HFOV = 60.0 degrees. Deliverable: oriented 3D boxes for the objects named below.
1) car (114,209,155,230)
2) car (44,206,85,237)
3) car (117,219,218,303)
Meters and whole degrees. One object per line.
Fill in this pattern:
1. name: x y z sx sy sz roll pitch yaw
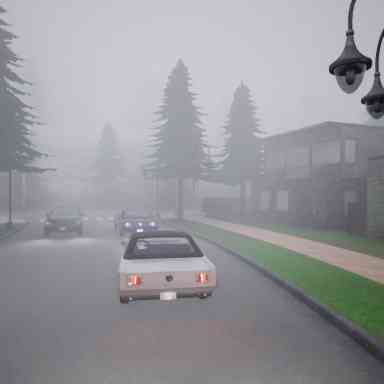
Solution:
1. car: -3.203 1.601 18.288 1.895 1.301 4.718 0 0 -18
2. car: -6.950 1.525 18.342 1.812 1.442 4.674 0 0 -18
3. car: -0.809 1.601 8.239 1.895 1.301 4.718 0 0 -10
